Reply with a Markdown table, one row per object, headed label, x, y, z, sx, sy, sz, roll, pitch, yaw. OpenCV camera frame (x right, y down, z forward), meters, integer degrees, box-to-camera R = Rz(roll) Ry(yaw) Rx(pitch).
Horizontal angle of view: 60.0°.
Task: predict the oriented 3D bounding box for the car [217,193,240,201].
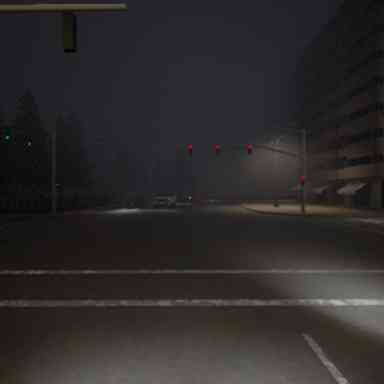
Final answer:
| label | x | y | z | sx | sy | sz | roll | pitch | yaw |
| --- | --- | --- | --- | --- | --- | --- | --- | --- | --- |
| car | 7.932 | 1.003 | 68.873 | 2.128 | 1.511 | 4.902 | 0 | 1 | 42 |

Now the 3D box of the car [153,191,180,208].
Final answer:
| label | x | y | z | sx | sy | sz | roll | pitch | yaw |
| --- | --- | --- | --- | --- | --- | --- | --- | --- | --- |
| car | -3.263 | 0.907 | 41.284 | 2.150 | 2.045 | 5.566 | 0 | 1 | 6 |

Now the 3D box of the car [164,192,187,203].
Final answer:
| label | x | y | z | sx | sy | sz | roll | pitch | yaw |
| --- | --- | --- | --- | --- | --- | --- | --- | --- | --- |
| car | -2.841 | 0.908 | 58.787 | 2.097 | 1.767 | 4.553 | 0 | 1 | 25 |

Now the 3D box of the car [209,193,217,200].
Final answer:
| label | x | y | z | sx | sy | sz | roll | pitch | yaw |
| --- | --- | --- | --- | --- | --- | --- | --- | --- | --- |
| car | 5.620 | 0.983 | 71.506 | 1.812 | 1.442 | 4.674 | 0 | 1 | 42 |

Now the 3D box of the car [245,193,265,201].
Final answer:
| label | x | y | z | sx | sy | sz | roll | pitch | yaw |
| --- | --- | --- | --- | --- | --- | --- | --- | --- | --- |
| car | 13.153 | 0.959 | 68.998 | 5.008 | 1.535 | 1.882 | 0 | 1 | -41 |

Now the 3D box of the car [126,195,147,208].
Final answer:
| label | x | y | z | sx | sy | sz | roll | pitch | yaw |
| --- | --- | --- | --- | --- | --- | --- | --- | --- | --- |
| car | -6.743 | 1.184 | 40.750 | 2.128 | 1.511 | 4.902 | 0 | 0 | 3 |

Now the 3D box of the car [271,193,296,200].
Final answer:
| label | x | y | z | sx | sy | sz | roll | pitch | yaw |
| --- | --- | --- | --- | --- | --- | --- | --- | --- | --- |
| car | 18.552 | 1.079 | 68.680 | 4.718 | 1.301 | 1.895 | 0 | 1 | -33 |

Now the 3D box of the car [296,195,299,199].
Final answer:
| label | x | y | z | sx | sy | sz | roll | pitch | yaw |
| --- | --- | --- | --- | --- | --- | --- | --- | --- | --- |
| car | 21.950 | 0.965 | 74.523 | 4.902 | 1.511 | 2.128 | 0 | 0 | -22 |

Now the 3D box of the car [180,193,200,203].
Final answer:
| label | x | y | z | sx | sy | sz | roll | pitch | yaw |
| --- | --- | --- | --- | --- | --- | --- | --- | --- | --- |
| car | -0.364 | 0.932 | 55.695 | 2.097 | 1.767 | 4.553 | 0 | 1 | 23 |
